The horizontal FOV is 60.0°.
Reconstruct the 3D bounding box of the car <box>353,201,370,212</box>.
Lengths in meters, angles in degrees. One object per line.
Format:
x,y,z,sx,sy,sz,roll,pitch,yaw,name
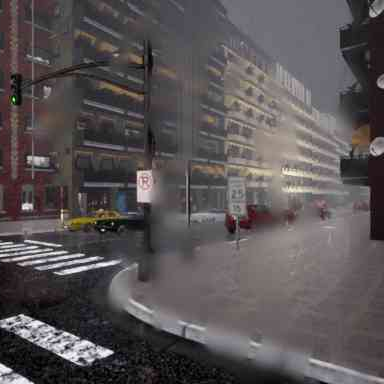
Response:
29.992,2.522,59.148,2.192,1.841,5.009,-1,-2,35,car

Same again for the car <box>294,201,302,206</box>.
16.624,2.340,54.607,2.192,1.841,5.009,-1,-2,35,car

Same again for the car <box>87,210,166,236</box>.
-3.830,1.911,20.841,1.895,1.301,4.718,0,-1,35,car

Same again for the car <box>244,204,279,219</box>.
7.889,2.171,37.560,2.128,1.511,4.902,0,-1,35,car

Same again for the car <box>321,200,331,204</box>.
26.368,2.640,68.525,2.192,1.841,5.009,-1,-2,35,car

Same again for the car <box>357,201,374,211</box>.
33.241,2.621,63.788,2.192,1.841,5.009,-1,-2,35,car

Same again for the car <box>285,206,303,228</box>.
7.259,2.043,26.666,1.887,1.381,4.507,-1,-2,35,car

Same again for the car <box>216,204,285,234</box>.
4.009,1.711,22.033,2.192,1.841,5.009,-1,-2,35,car

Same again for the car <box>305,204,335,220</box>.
13.755,2.284,35.944,1.802,1.307,4.206,-1,-2,35,car

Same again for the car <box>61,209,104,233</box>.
-6.209,1.834,21.984,1.752,1.417,4.829,-1,-2,35,car

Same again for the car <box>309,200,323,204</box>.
23.122,2.770,63.881,1.887,1.381,4.507,-1,-2,35,car

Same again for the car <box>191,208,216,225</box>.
1.915,2.093,29.048,1.895,1.301,4.718,0,-1,35,car

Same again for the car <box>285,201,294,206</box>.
13.279,2.446,49.822,1.752,1.417,4.829,-1,-2,35,car

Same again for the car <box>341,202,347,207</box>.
39.364,3.281,87.080,1.947,1.339,4.313,-1,-2,35,car

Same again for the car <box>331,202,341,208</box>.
32.866,3.066,77.800,1.887,1.381,4.507,-1,-2,35,car

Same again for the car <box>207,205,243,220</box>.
3.634,2.164,36.042,1.887,1.381,4.507,-1,-2,35,car
